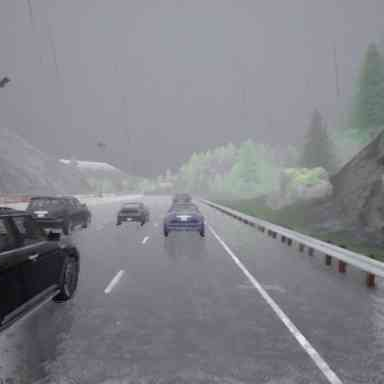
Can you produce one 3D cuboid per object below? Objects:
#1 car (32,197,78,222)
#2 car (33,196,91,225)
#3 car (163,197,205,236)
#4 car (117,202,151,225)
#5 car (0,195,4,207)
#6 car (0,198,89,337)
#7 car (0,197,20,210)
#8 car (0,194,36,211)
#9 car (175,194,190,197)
[{"bbox_3d":[-11.269,1.377,27.755,2.097,1.767,4.553,0,0,-2],"label":"car"},{"bbox_3d":[-7.464,1.238,18.909,2.150,2.045,5.566,0,0,-2],"label":"car"},{"bbox_3d":[-0.455,1.354,18.595,2.097,1.767,4.553,0,0,-2],"label":"car"},{"bbox_3d":[-4.134,1.515,23.912,1.837,1.490,4.892,0,0,-2],"label":"car"},{"bbox_3d":[-29.648,1.417,48.353,2.097,1.767,4.553,0,0,-2],"label":"car"},{"bbox_3d":[-3.544,1.229,5.141,2.150,2.045,5.566,0,0,-1],"label":"car"},{"bbox_3d":[-26.082,1.535,46.107,1.882,1.535,5.008,0,0,-2],"label":"car"},{"bbox_3d":[-22.483,1.271,42.965,2.150,2.045,5.566,0,0,-2],"label":"car"},{"bbox_3d":[-1.133,1.226,38.529,2.150,2.045,5.566,0,0,-2],"label":"car"}]
